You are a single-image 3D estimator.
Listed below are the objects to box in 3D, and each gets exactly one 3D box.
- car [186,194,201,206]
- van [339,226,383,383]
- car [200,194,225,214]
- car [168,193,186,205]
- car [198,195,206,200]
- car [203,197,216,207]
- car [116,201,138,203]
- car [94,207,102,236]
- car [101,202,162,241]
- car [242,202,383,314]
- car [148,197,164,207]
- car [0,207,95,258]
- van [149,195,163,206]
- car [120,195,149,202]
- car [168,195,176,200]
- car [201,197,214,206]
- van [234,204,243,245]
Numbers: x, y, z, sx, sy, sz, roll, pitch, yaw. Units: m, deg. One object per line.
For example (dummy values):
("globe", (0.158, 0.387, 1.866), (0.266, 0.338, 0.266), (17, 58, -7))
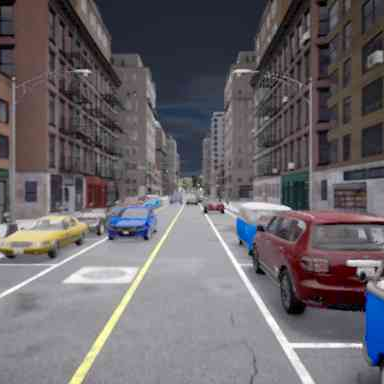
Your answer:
("car", (0.002, 1.543, 55.570), (1.994, 1.385, 4.181), (0, 0, 0))
("van", (2.689, 1.340, 2.112), (1.690, 1.788, 3.998), (0, 0, 0))
("car", (2.262, 1.338, 35.408), (2.097, 1.767, 4.553), (0, 0, 0))
("car", (-2.750, 1.253, 59.634), (2.150, 2.045, 5.566), (0, 0, 0))
("car", (2.637, 1.548, 88.732), (1.802, 1.307, 4.206), (0, 0, 0))
("car", (2.644, 1.505, 50.938), (1.752, 1.417, 4.829), (0, 0, 0))
("car", (-5.397, 1.556, 23.736), (1.947, 1.339, 4.313), (0, 0, 0))
("car", (-5.398, 1.543, 18.330), (2.008, 1.369, 4.403), (0, 0, 0))
("car", (-2.850, 1.471, 16.822), (1.882, 1.535, 5.008), (0, 0, 0))
("car", (2.684, 1.312, 7.519), (2.192, 1.841, 5.009), (0, 0, 0))
("car", (-5.390, 1.531, 50.767), (2.008, 1.369, 4.403), (0, 0, 0))
("car", (-5.400, 1.520, 12.754), (1.752, 1.417, 4.829), (0, 0, 0))
("van", (-5.392, 1.323, 45.361), (1.690, 1.788, 3.998), (0, 0, 0))
("car", (-5.396, 1.303, 29.142), (2.192, 1.841, 5.009), (0, 0, 0))
("car", (-5.388, 1.491, 88.561), (1.752, 1.417, 4.829), (0, 0, 0))
("car", (2.639, 1.529, 56.175), (2.008, 1.369, 4.403), (0, 0, 0))
("van", (2.679, 1.336, 12.925), (1.690, 1.788, 3.998), (0, 0, 0))
